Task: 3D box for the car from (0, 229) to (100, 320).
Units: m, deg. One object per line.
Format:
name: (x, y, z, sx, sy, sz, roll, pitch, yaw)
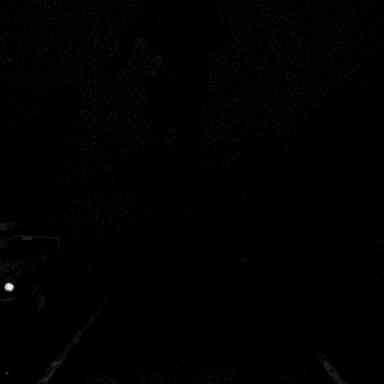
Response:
car: (-3.596, 1.571, 7.375, 1.895, 1.301, 4.718, 0, 0, 0)
